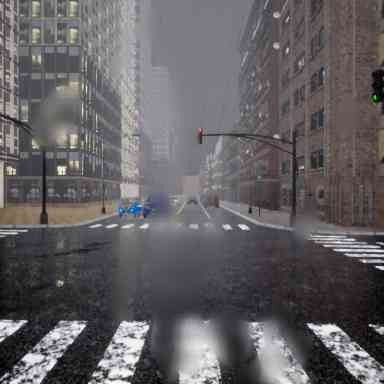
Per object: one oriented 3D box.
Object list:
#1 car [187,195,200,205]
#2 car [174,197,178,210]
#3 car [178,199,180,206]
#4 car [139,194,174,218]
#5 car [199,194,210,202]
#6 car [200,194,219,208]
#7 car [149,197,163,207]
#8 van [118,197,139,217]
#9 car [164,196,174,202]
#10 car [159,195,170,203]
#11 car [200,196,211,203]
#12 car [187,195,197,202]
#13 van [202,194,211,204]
[{"bbox_3d":[0.065,1.623,60.129,1.895,1.301,4.718,0,0,0],"label":"car"},{"bbox_3d":[-3.056,1.611,40.692,1.895,1.301,4.718,0,0,0],"label":"car"},{"bbox_3d":[-3.018,1.545,54.313,1.812,1.442,4.674,0,1,0],"label":"car"},{"bbox_3d":[-3.077,1.227,30.279,2.150,2.045,5.566,0,0,0],"label":"car"},{"bbox_3d":[2.765,1.348,75.009,2.192,1.841,5.009,0,0,0],"label":"car"},{"bbox_3d":[2.737,1.329,47.255,2.192,1.841,5.009,0,0,0],"label":"car"},{"bbox_3d":[-5.637,1.542,52.643,1.752,1.417,4.829,0,0,0],"label":"car"},{"bbox_3d":[-5.660,1.347,30.609,1.690,1.788,3.998,0,0,0],"label":"van"},{"bbox_3d":[-5.609,1.589,80.568,2.008,1.369,4.403,0,0,0],"label":"car"},{"bbox_3d":[-5.620,1.469,69.466,1.967,1.590,4.097,0,0,0],"label":"car"},{"bbox_3d":[2.761,1.579,69.458,2.008,1.369,4.403,0,0,0],"label":"car"},{"bbox_3d":[0.074,1.419,70.105,2.033,1.411,5.357,0,0,0],"label":"car"},{"bbox_3d":[2.754,1.366,63.908,1.690,1.788,3.998,0,0,0],"label":"van"}]
